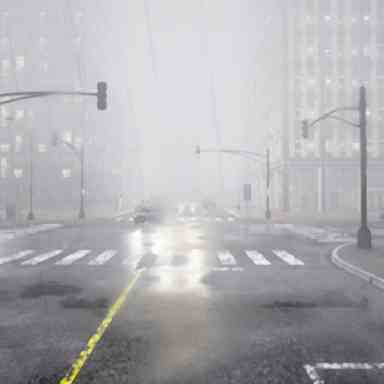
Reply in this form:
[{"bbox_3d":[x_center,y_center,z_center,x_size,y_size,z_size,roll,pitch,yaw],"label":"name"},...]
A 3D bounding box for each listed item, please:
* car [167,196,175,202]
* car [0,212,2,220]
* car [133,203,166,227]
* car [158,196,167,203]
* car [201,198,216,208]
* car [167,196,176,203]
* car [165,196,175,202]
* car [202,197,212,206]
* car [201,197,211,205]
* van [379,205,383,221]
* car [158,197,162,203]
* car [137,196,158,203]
[{"bbox_3d":[-5.571,1.868,90.169,1.887,1.381,4.507,1,0,0],"label":"car"},{"bbox_3d":[-16.463,1.585,24.586,4.097,1.590,1.967,0,-1,0],"label":"car"},{"bbox_3d":[-2.973,1.690,24.020,1.895,1.301,4.718,0,0,0],"label":"car"},{"bbox_3d":[-5.612,1.497,51.144,2.192,1.841,5.009,1,0,0],"label":"car"},{"bbox_3d":[2.763,1.765,51.195,1.802,1.307,4.206,1,0,0],"label":"car"},{"bbox_3d":[-5.584,1.827,79.019,1.887,1.381,4.507,1,0,0],"label":"car"},{"bbox_3d":[-5.577,1.853,84.594,2.008,1.369,4.403,1,0,0],"label":"car"},{"bbox_3d":[2.778,1.749,62.521,1.752,1.417,4.829,1,0,0],"label":"car"},{"bbox_3d":[2.783,1.809,67.928,1.947,1.339,4.313,1,0,0],"label":"car"},{"bbox_3d":[16.012,1.542,24.476,3.998,1.788,1.690,0,-1,0],"label":"van"},{"bbox_3d":[-5.624,1.744,45.568,1.802,1.307,4.206,1,0,0],"label":"car"},{"bbox_3d":[-5.627,1.583,39.993,1.967,1.590,4.097,1,0,0],"label":"car"}]
